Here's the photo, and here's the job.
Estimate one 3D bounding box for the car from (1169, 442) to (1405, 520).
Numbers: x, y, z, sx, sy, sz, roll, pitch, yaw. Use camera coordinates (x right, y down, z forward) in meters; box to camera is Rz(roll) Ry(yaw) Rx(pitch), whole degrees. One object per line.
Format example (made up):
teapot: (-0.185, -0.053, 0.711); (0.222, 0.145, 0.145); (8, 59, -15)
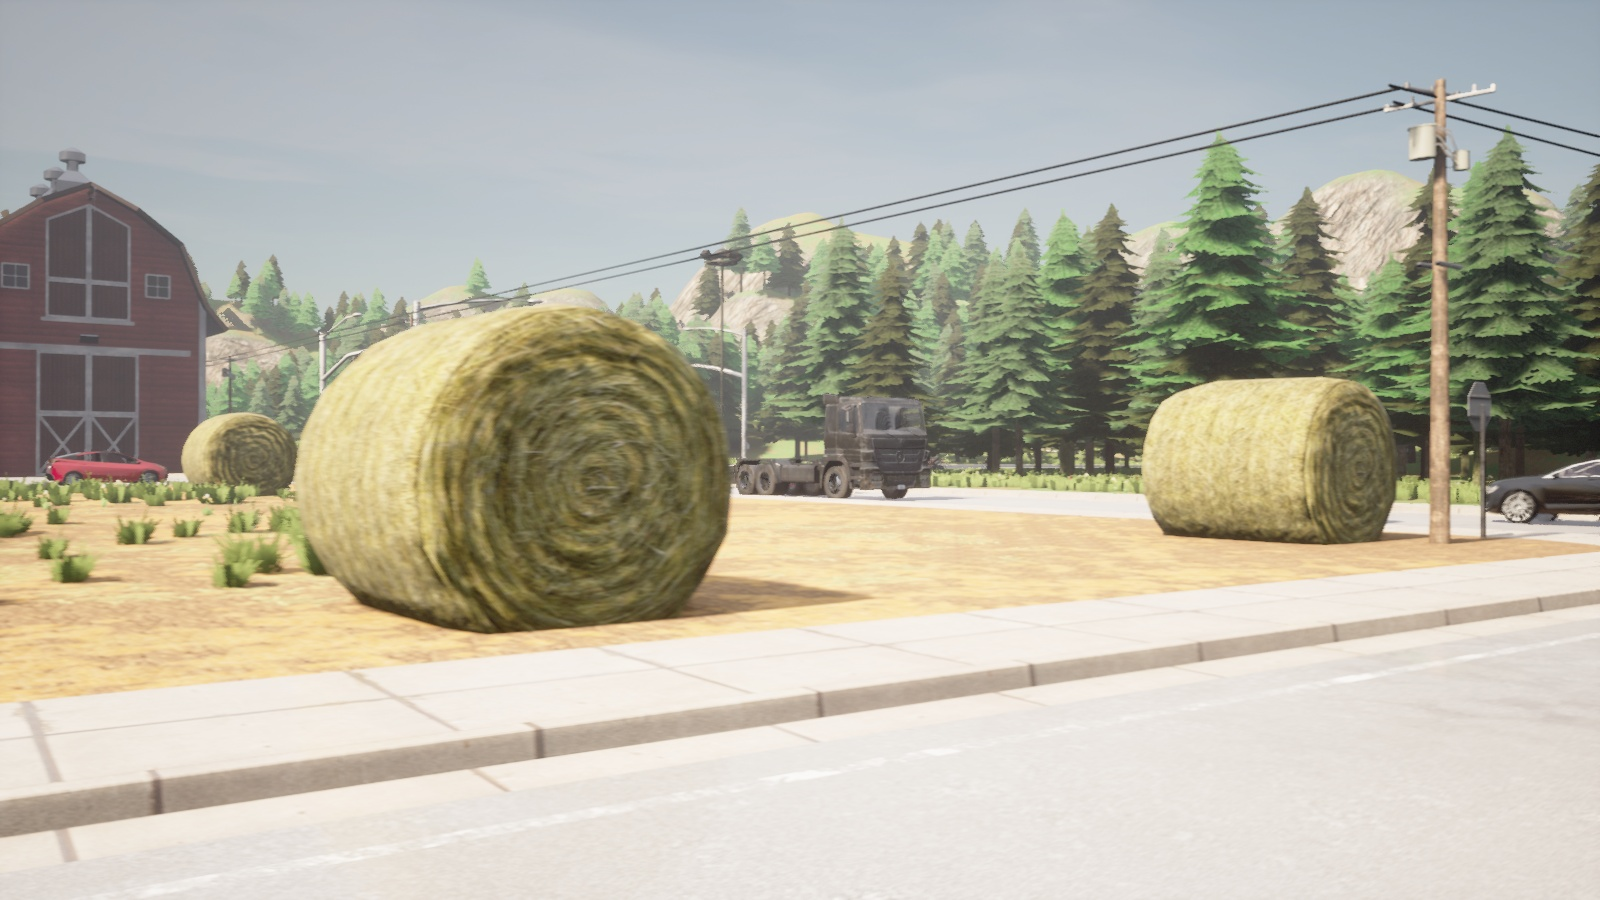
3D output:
car: (11.225, 0.672, 29.218); (2.242, 1.667, 4.611); (0, 0, -37)

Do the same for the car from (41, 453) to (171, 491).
car: (-29.116, 0.887, 52.766); (4.514, 1.525, 2.007); (0, 0, -39)

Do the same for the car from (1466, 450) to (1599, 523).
car: (17.335, 0.765, 27.003); (2.128, 1.511, 4.902); (0, 0, -42)

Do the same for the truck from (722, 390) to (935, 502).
truck: (0.777, -0.099, 42.769); (2.891, 3.462, 7.936); (0, 0, -38)
